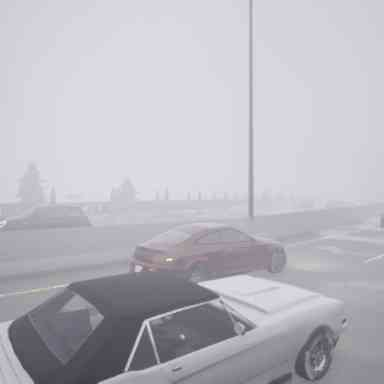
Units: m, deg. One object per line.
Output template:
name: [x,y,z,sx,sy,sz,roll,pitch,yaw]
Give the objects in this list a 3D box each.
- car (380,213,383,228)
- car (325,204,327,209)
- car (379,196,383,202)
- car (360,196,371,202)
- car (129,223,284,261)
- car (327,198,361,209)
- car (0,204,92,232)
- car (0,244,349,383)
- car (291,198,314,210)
car: [13.717,1.586,21.759,1.812,1.442,4.674,0,0,41]
car: [20.256,1.707,46.844,1.994,1.385,4.181,0,0,39]
car: [45.587,1.660,78.679,1.837,1.490,4.892,0,0,38]
car: [40.553,1.640,77.963,1.994,1.385,4.181,0,0,38]
car: [0.591,1.559,8.898,4.674,1.442,1.812,0,0,-39]
car: [17.084,1.713,37.241,1.895,1.301,4.718,0,0,39]
car: [-7.314,1.426,16.260,4.553,1.767,2.097,0,0,-39]
car: [-0.247,1.617,3.749,4.718,1.301,1.895,0,0,-37]
car: [15.498,1.640,46.491,2.128,1.511,4.902,0,0,39]
